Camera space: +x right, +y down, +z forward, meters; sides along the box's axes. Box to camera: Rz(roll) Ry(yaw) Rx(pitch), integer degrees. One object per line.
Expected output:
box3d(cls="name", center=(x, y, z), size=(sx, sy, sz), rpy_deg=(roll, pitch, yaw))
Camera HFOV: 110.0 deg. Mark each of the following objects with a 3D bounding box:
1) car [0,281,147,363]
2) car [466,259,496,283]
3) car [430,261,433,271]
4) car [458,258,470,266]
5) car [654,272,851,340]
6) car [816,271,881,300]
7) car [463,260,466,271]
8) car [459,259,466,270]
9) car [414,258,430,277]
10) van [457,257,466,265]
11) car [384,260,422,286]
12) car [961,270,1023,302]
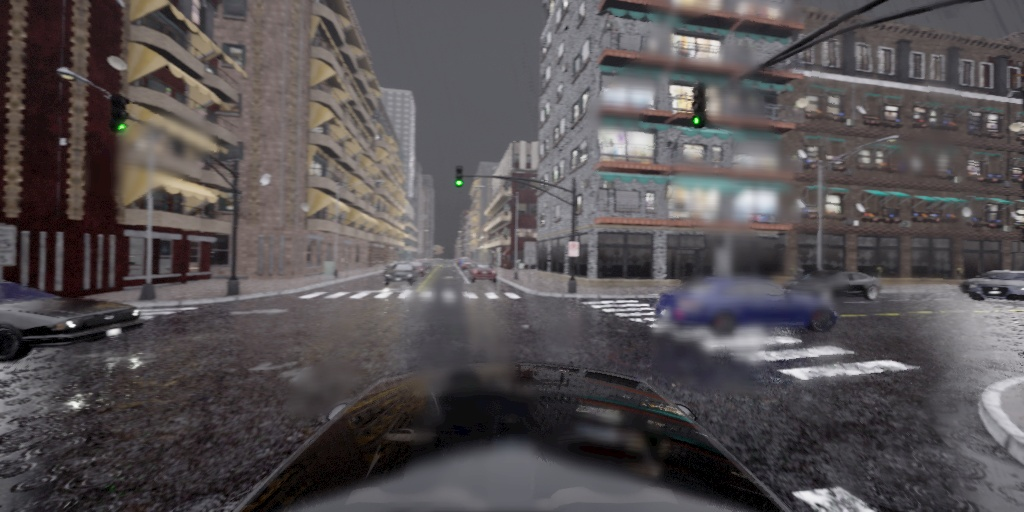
box3d(cls="car", center=(-10.611, 1.181, 6.739), size=(5.357, 1.411, 2.033), rpy_deg=(-1, 0, -10))
box3d(cls="car", center=(-2.411, 1.250, 28.860), size=(1.967, 1.591, 4.097), rpy_deg=(0, 0, -10))
box3d(cls="car", center=(-11.584, 1.267, 48.038), size=(1.994, 1.385, 4.181), rpy_deg=(1, 0, -10))
box3d(cls="car", center=(-7.146, 1.410, 56.123), size=(1.802, 1.307, 4.207), rpy_deg=(0, 0, -10))
box3d(cls="car", center=(6.238, 1.295, 9.750), size=(4.674, 1.442, 1.812), rpy_deg=(-1, 0, -10))
box3d(cls="car", center=(15.412, 1.387, 17.301), size=(4.313, 1.339, 1.948), rpy_deg=(0, 0, -10))
box3d(cls="car", center=(-3.358, 1.364, 34.313), size=(2.007, 1.370, 4.403), rpy_deg=(0, 0, -10))
box3d(cls="car", center=(-6.199, 1.405, 50.671), size=(1.802, 1.307, 4.207), rpy_deg=(0, 0, -10))
box3d(cls="car", center=(-9.329, 1.220, 34.971), size=(1.812, 1.442, 4.674), rpy_deg=(1, 0, -10))
box3d(cls="van", center=(-8.093, 1.173, 61.576), size=(1.690, 1.789, 3.998), rpy_deg=(0, 0, -10))
box3d(cls="car", center=(-7.609, 1.214, 25.059), size=(1.812, 1.442, 4.674), rpy_deg=(1, 0, -10))
box3d(cls="car", center=(22.850, 1.407, 15.869), size=(4.181, 1.385, 1.994), rpy_deg=(0, 0, -10))
